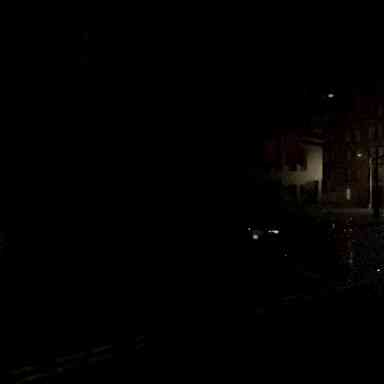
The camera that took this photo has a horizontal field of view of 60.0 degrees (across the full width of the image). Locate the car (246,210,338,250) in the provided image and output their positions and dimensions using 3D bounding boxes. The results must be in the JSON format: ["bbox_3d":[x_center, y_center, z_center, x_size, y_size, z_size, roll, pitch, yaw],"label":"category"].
[{"bbox_3d":[4.576,1.584,14.929,4.902,1.511,2.128,1,0,-35],"label":"car"}]
